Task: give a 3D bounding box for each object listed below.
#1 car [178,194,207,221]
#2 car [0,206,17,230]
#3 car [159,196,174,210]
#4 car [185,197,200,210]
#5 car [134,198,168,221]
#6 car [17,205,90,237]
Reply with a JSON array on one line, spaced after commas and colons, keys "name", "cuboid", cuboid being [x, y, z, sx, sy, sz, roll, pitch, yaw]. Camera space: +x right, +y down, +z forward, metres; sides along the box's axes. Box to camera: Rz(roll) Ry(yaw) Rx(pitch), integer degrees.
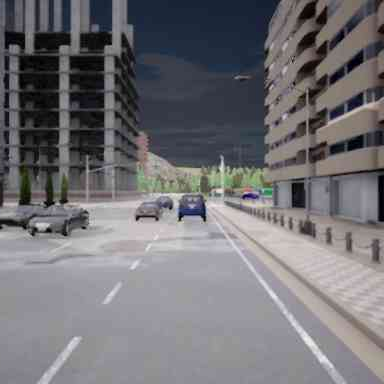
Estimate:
[{"name": "car", "cuboid": [0.024, 1.182, 26.719, 2.150, 2.045, 5.566, 0, 0, 0]}, {"name": "car", "cuboid": [-10.525, 1.514, 21.337, 2.033, 1.411, 5.357, 0, 0, 1]}, {"name": "car", "cuboid": [-3.484, 1.286, 42.594, 2.097, 1.767, 4.553, 0, 0, 0]}, {"name": "car", "cuboid": [0.012, 1.410, 43.138, 1.882, 1.535, 5.008, 0, 0, 0]}, {"name": "car", "cuboid": [-3.387, 1.506, 26.787, 2.033, 1.411, 5.357, 0, 0, 0]}, {"name": "car", "cuboid": [-6.999, 1.465, 17.981, 2.128, 1.511, 4.902, 0, 0, 0]}]
